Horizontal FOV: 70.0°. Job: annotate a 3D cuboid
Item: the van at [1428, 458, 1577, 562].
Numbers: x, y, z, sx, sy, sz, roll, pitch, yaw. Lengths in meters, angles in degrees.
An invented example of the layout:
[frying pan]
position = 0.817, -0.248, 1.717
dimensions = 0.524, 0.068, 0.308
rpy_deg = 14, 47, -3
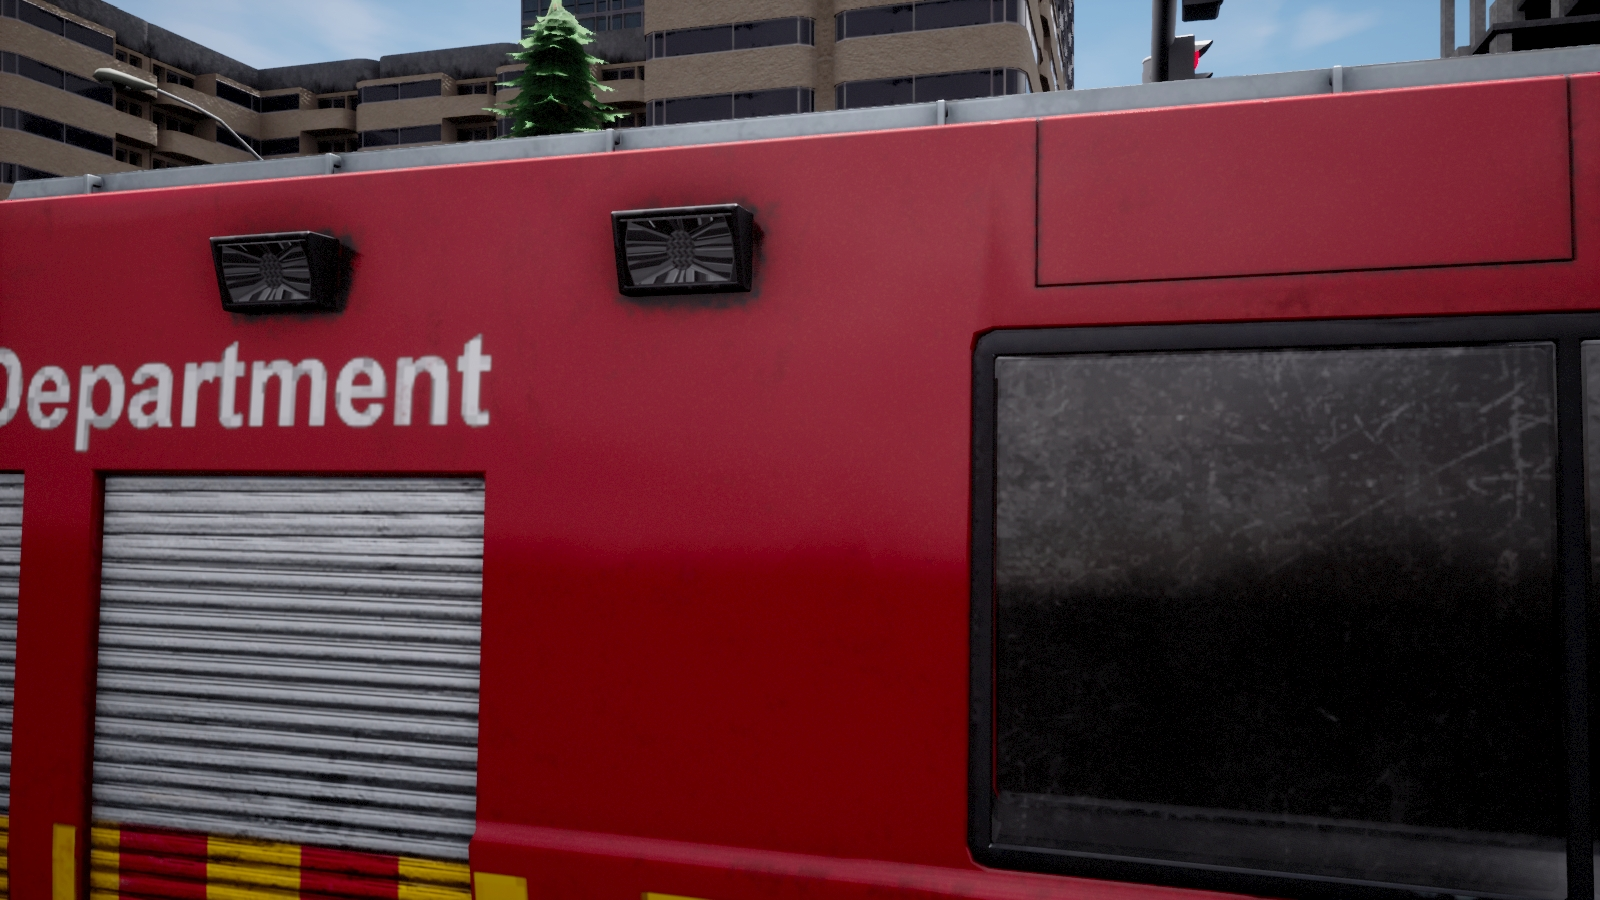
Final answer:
[van]
position = 19.339, 1.534, 31.776
dimensions = 1.988, 2.561, 5.915
rpy_deg = 0, 0, 16

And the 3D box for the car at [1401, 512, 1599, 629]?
[car]
position = 12.484, 2.037, 20.491
dimensions = 2.038, 1.542, 4.974
rpy_deg = 0, 0, 16
